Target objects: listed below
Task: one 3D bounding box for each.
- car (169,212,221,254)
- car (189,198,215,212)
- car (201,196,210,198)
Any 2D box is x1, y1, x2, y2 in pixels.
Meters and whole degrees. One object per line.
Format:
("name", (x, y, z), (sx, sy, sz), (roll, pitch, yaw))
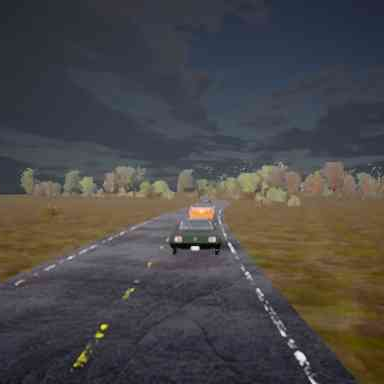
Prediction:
("car", (0.190, 1.735, 14.050), (1.895, 1.301, 4.718), (0, 0, 2))
("car", (0.903, 1.624, 28.952), (2.097, 1.767, 4.553), (0, -1, 4))
("car", (2.819, 1.893, 71.890), (2.150, 2.045, 5.566), (0, -1, 9))
